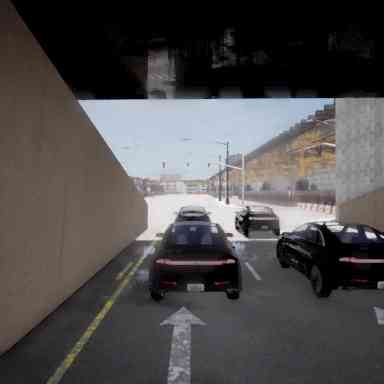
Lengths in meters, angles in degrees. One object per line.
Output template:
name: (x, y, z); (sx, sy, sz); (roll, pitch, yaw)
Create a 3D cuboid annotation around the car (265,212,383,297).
car: (3.559, 1.492, 8.534); (2.128, 1.511, 4.902); (0, 0, 0)

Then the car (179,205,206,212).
car: (0.033, 1.506, 18.409); (1.837, 1.490, 4.892); (0, 0, 0)

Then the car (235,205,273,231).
car: (3.531, 1.492, 18.589); (2.128, 1.511, 4.902); (0, 0, 0)

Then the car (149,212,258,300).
car: (0.063, 1.492, 8.371); (2.128, 1.511, 4.902); (0, 0, 0)

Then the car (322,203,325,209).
car: (17.402, 1.452, 40.046); (2.038, 1.542, 4.974); (0, 0, 45)

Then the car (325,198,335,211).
car: (17.313, 1.452, 35.439); (2.038, 1.542, 4.974); (0, 0, -35)

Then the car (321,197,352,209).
car: (17.438, 1.295, 40.083); (1.853, 1.218, 4.536); (0, 0, 45)
